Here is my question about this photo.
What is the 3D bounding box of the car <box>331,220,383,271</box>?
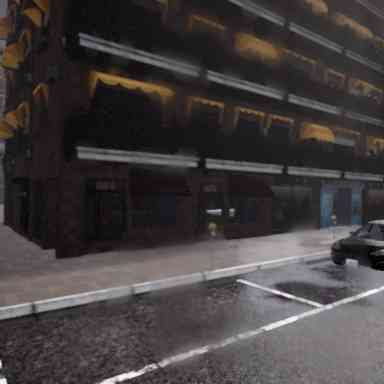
[{"bbox_3d":[6.238,1.598,10.530,4.313,1.339,1.947,0,1,-35],"label":"car"}]
